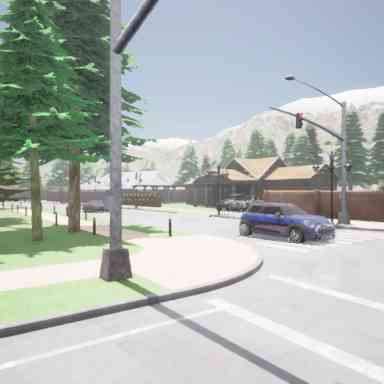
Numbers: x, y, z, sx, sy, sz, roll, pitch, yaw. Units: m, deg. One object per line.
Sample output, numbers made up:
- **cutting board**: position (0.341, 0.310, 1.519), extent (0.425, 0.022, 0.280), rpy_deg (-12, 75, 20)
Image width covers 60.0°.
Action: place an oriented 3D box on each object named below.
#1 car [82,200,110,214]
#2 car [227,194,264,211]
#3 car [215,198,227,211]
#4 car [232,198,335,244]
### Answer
- **car**: position (-10.200, 1.543, 35.576), extent (1.994, 1.385, 4.181), rpy_deg (0, 0, -36)
- **car**: position (6.313, 1.158, 34.809), extent (4.605, 1.855, 1.932), rpy_deg (0, 0, -37)
- **car**: position (4.495, 1.160, 36.589), extent (3.866, 1.878, 1.905), rpy_deg (0, 0, -37)
- **car**: position (4.404, 1.334, 15.914), extent (2.097, 1.767, 4.553), rpy_deg (0, 0, -37)
